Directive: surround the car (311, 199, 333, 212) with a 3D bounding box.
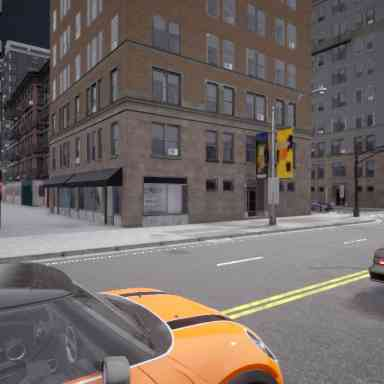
[{"bbox_3d":[13.985,1.551,38.380,1.994,1.385,4.181,0,0,-37],"label":"car"}]

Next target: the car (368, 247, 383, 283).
[{"bbox_3d":[6.433,1.549,8.230,5.357,1.411,2.033,0,0,-37],"label":"car"}]

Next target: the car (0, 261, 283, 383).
[{"bbox_3d":[-1.369,1.352,2.427,4.553,1.767,2.097,0,0,-37],"label":"car"}]
